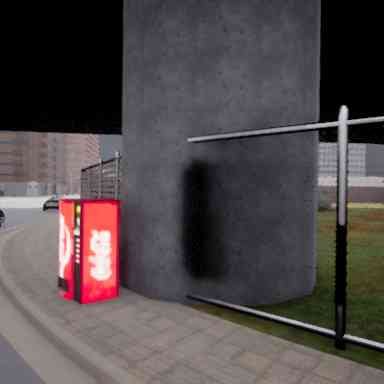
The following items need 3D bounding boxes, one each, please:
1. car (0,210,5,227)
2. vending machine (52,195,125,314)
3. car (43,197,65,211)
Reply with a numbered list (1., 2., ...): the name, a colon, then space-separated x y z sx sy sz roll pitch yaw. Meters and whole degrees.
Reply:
1. car: -11.138 1.230 16.940 1.882 1.535 5.008 0 0 -14
2. vending machine: -2.062 1.127 6.630 1.100 2.100 0.880 0 1 -41
3. car: -13.794 1.166 34.223 1.994 1.385 4.181 1 0 -8
